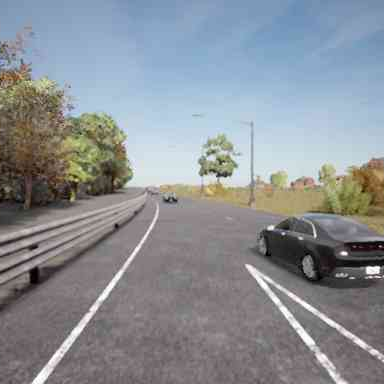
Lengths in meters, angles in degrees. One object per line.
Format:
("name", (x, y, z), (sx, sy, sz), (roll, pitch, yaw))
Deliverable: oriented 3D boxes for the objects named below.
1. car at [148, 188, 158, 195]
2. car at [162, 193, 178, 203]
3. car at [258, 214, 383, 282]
("car", (-9.753, 0.136, 86.656), (2.033, 1.411, 5.357), (0, 1, -10))
("car", (-3.298, 0.847, 48.814), (1.895, 1.301, 4.718), (0, 1, -10))
("car", (3.421, 1.376, 9.417), (1.837, 1.490, 4.892), (0, 1, -10))
